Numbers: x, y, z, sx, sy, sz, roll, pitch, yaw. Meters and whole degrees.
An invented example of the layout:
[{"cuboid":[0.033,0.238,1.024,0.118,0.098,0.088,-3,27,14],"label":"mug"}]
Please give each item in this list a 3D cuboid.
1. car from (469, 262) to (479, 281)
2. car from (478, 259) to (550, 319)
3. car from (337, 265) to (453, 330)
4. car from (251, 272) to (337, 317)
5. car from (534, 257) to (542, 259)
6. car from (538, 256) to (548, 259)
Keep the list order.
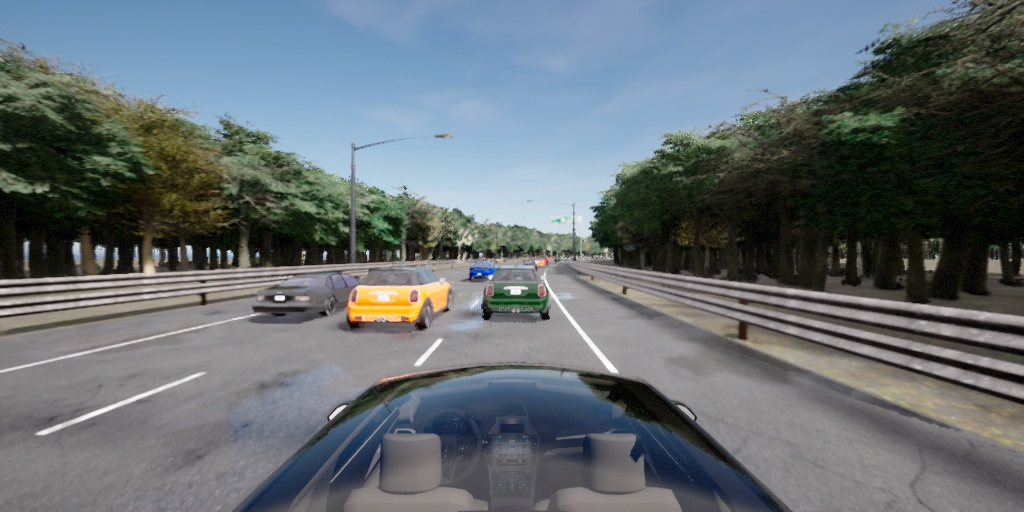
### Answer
[{"cuboid":[-2.353,1.218,30.032,1.882,1.535,5.008,0,0,4],"label":"car"},{"cuboid":[0.179,1.101,12.922,2.097,1.767,4.553,0,0,2],"label":"car"},{"cuboid":[-3.245,1.093,11.306,2.097,1.767,4.553,0,0,1],"label":"car"},{"cuboid":[-6.722,1.281,13.003,2.033,1.411,5.357,0,0,2],"label":"car"},{"cuboid":[1.993,1.233,41.103,2.128,1.511,4.902,0,0,6],"label":"car"},{"cuboid":[4.368,1.071,60.185,2.097,1.767,4.553,0,0,8],"label":"car"}]
